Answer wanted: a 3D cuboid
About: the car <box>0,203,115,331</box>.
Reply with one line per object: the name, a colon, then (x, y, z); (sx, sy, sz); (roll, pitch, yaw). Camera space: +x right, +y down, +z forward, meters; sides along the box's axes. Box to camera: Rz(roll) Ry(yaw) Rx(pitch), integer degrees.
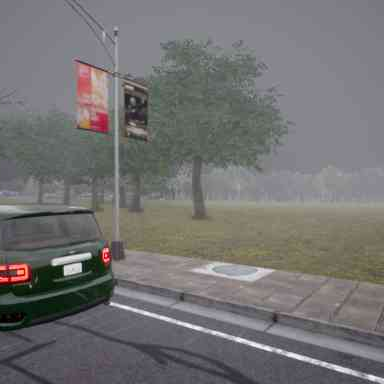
car: (-3.918, 1.235, 6.436); (5.566, 2.045, 2.150); (0, 0, 36)
